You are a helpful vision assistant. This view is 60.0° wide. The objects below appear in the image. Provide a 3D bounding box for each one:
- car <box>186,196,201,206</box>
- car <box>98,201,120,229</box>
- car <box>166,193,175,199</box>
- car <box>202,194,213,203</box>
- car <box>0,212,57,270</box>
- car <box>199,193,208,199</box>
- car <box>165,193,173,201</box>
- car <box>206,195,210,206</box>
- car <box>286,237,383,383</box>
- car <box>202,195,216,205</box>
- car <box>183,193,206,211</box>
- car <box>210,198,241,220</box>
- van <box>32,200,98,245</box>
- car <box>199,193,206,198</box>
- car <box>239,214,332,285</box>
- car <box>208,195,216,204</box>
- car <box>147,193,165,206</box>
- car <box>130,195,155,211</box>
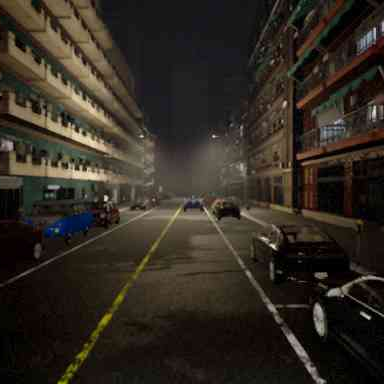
[{"bbox_3d":[0.161,1.267,47.446,1.994,1.385,4.181,0,0,0],"label":"car"},{"bbox_3d":[-5.674,1.310,20.210,1.967,1.590,4.097,0,0,0],"label":"car"},{"bbox_3d":[-5.592,1.014,86.491,1.887,1.381,4.507,-1,0,0],"label":"car"},{"bbox_3d":[2.756,1.158,59.019,1.752,1.417,4.829,-1,0,0],"label":"car"},{"bbox_3d":[-5.686,1.485,9.164,1.887,1.381,4.507,0,0,0],"label":"car"},{"bbox_3d":[2.782,1.047,80.943,1.887,1.381,4.507,-1,0,0],"label":"car"},{"bbox_3d":[-5.612,1.149,69.921,1.802,1.307,4.206,-1,0,0],"label":"car"},{"bbox_3d":[2.742,1.245,47.803,1.887,1.381,4.507,-1,0,0],"label":"car"},{"bbox_3d":[2.688,1.527,3.616,2.008,1.369,4.403,-1,0,0],"label":"car"},{"bbox_3d":[2.749,1.218,53.326,2.008,1.369,4.403,-1,0,0],"label":"car"},{"bbox_3d":[0.142,1.124,36.140,2.097,1.767,4.553,0,0,0],"label":"car"},{"bbox_3d":[2.715,1.387,25.710,2.008,1.369,4.403,-1,0,0],"label":"car"},{"bbox_3d":[-5.681,1.246,14.686,1.690,1.788,3.998,0,0,0],"label":"van"},{"bbox_3d":[2.795,0.962,92.159,1.752,1.417,4.829,-1,0,0],"label":"car"},{"bbox_3d":[2.695,1.491,9.140,2.008,1.369,4.403,-1,0,0],"label":"car"},{"bbox_3d":[2.722,1.326,31.404,1.752,1.417,4.829,-1,0,0],"label":"car"},{"bbox_3d":[-5.641,1.015,47.825,2.192,1.841,5.009,-1,0,0],"label":"car"},{"bbox_3d":[-5.652,1.333,36.781,1.947,1.339,4.313,-1,0,0],"label":"car"}]
